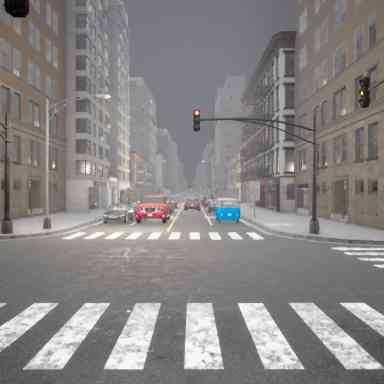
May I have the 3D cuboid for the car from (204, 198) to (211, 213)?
[{"bbox_3d":[2.592,1.580,36.303,1.802,1.307,4.206,0,0,0],"label":"car"}]

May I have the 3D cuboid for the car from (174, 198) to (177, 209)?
[{"bbox_3d":[-2.896,1.599,35.421,1.895,1.301,4.718,0,0,0],"label":"car"}]

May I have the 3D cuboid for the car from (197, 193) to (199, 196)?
[{"bbox_3d":[2.557,1.422,64.710,1.967,1.590,4.097,0,0,0],"label":"car"}]

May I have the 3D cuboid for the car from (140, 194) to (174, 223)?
[{"bbox_3d":[-2.880,1.220,25.605,2.150,2.045,5.566,0,0,0],"label":"car"}]

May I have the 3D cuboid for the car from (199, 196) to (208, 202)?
[{"bbox_3d":[2.543,1.524,76.072,2.008,1.369,4.403,0,0,0],"label":"car"}]

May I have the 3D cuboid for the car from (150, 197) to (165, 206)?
[{"bbox_3d":[-5.454,1.556,53.332,1.947,1.339,4.313,0,0,0],"label":"car"}]

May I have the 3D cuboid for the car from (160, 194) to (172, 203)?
[{"bbox_3d":[-5.475,1.292,70.377,2.192,1.841,5.009,0,0,0],"label":"car"}]

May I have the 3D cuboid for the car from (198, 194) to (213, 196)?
[{"bbox_3d":[2.571,1.305,53.348,2.192,1.841,5.009,0,0,0],"label":"car"}]

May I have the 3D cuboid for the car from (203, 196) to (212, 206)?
[{"bbox_3d":[2.578,1.576,47.666,1.802,1.307,4.206,0,0,0],"label":"car"}]

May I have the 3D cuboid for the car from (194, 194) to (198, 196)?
[{"bbox_3d":[0.012,1.579,68.745,1.895,1.301,4.718,0,0,0],"label":"car"}]

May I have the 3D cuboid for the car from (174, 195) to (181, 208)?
[{"bbox_3d":[-2.892,1.500,45.481,1.837,1.490,4.892,0,0,0],"label":"car"}]

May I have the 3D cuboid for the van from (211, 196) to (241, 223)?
[{"bbox_3d":[2.605,1.340,24.941,1.690,1.788,3.998,0,0,0],"label":"van"}]

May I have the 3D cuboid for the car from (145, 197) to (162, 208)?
[{"bbox_3d":[-5.447,1.519,47.480,1.752,1.417,4.829,0,0,0],"label":"car"}]

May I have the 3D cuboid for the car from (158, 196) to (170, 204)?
[{"bbox_3d":[-5.468,1.547,64.695,1.947,1.339,4.313,0,0,0],"label":"car"}]

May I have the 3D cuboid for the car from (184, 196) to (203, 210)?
[{"bbox_3d":[0.031,1.560,42.511,1.994,1.385,4.181,0,0,0],"label":"car"}]

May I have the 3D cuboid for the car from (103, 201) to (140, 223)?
[{"bbox_3d":[-5.420,1.549,24.923,2.008,1.369,4.403,0,0,0],"label":"car"}]

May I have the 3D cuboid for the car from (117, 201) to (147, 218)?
[{"bbox_3d":[-5.426,1.543,30.604,1.887,1.381,4.507,0,0,0],"label":"car"}]
